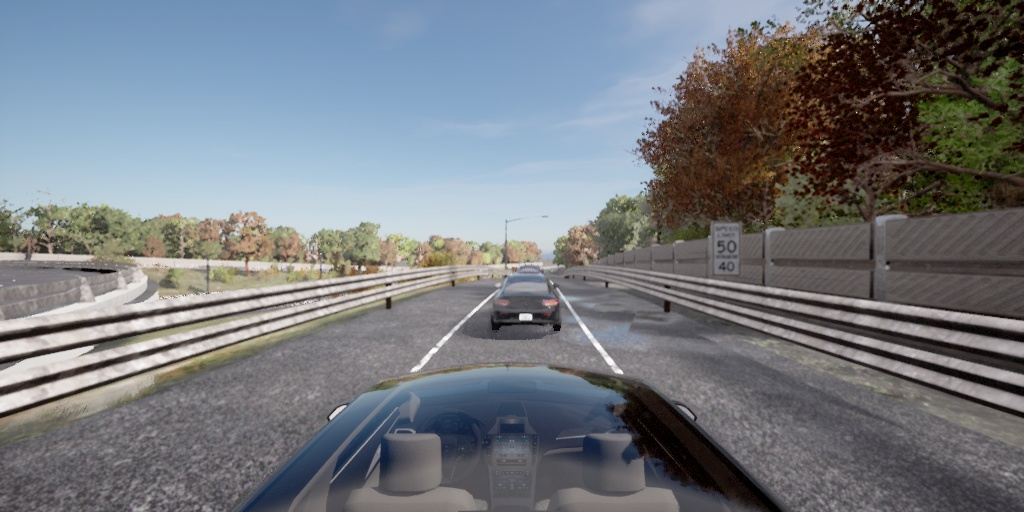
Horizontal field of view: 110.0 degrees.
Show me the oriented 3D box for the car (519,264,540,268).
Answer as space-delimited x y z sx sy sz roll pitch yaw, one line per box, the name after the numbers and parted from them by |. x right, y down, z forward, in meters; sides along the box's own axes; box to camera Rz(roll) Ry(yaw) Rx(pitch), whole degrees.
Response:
1.053 1.302 22.547 1.812 1.442 4.674 0 -1 4 | car

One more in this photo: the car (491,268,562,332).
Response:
0.449 1.249 10.681 1.812 1.442 4.674 0 0 3 | car
